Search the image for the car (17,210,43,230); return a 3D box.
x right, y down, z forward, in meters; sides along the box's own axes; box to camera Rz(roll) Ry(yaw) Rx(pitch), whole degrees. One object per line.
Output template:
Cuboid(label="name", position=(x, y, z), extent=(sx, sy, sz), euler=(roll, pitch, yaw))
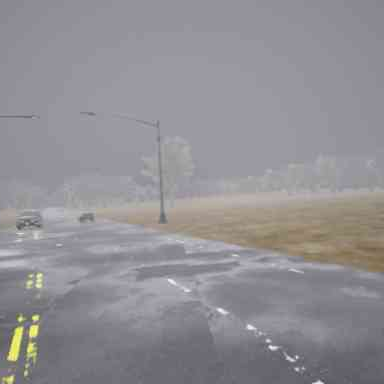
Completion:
Cuboid(label="car", position=(-18.122, 3.078, 37.373), extent=(2.150, 2.045, 5.566), euler=(-3, -1, -20))

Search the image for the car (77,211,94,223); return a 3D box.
Cuboid(label="car", position=(-14.786, 3.398, 46.338), extent=(1.837, 1.490, 4.892), euler=(-2, -1, -24))
